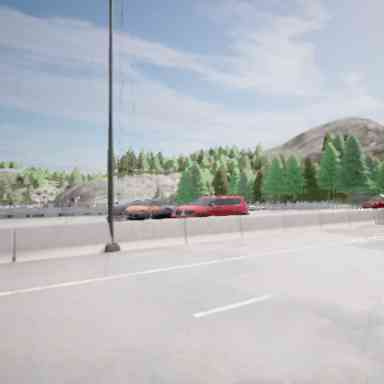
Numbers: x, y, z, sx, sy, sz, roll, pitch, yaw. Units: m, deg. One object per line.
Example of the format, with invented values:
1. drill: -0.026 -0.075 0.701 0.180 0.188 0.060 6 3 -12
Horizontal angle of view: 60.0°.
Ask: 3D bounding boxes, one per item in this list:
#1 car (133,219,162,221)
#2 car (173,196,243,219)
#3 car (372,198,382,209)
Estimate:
1. car: -2.207 1.647 23.910 4.718 1.301 1.895 0 0 -35
2. car: 1.331 1.277 22.135 5.566 2.045 2.150 0 0 -35
3. car: 31.215 2.088 56.212 5.566 2.045 2.150 1 -1 -35
